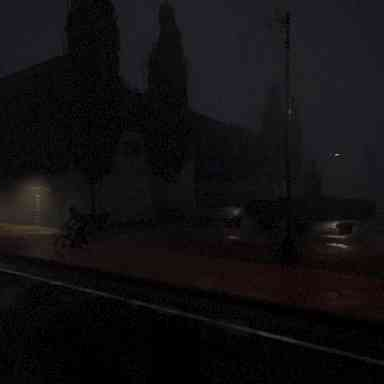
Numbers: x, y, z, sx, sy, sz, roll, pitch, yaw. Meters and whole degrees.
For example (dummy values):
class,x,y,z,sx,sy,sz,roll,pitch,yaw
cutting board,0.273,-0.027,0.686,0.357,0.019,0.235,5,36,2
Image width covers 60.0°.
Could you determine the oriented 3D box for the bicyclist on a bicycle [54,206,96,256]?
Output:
class,x,y,z,sx,sy,sz,roll,pitch,yaw
bicyclist on a bicycle,-3.927,1.304,11.273,0.582,1.620,1.656,0,0,34
